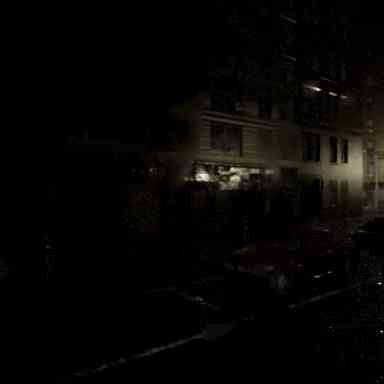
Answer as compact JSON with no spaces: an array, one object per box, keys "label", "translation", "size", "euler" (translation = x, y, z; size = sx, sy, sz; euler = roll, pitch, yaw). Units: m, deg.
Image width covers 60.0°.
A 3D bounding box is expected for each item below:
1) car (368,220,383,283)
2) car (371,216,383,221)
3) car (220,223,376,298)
[{"label":"car","translation":[6.360,1.457,7.842],"size":[4.902,1.511,2.128],"euler":[0,0,-36]},{"label":"car","translation":[7.119,1.527,11.675],"size":[4.313,1.339,1.947],"euler":[0,0,-36]},{"label":"car","translation":[2.635,1.569,8.448],"size":[4.206,1.307,1.802],"euler":[0,0,-36]}]
